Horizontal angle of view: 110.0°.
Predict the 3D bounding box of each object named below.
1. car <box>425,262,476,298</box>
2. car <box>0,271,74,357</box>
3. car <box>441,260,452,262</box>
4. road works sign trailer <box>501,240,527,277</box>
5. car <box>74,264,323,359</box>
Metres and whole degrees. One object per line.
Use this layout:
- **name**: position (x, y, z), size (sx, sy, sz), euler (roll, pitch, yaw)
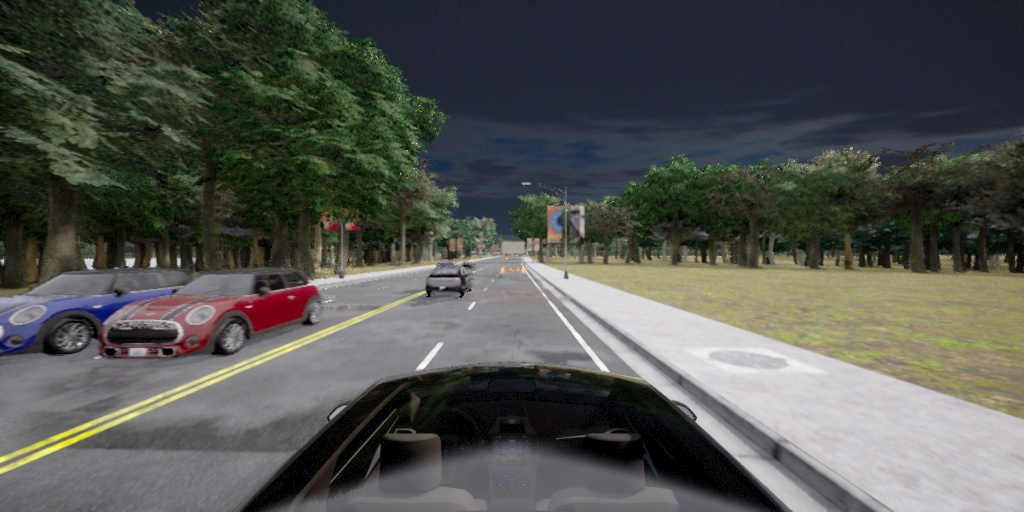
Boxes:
- **car**: position (-3.121, 1.245, 18.527), size (2.128, 1.511, 4.902), euler (0, 0, 0)
- **car**: position (-9.843, 1.103, 8.591), size (2.097, 1.767, 4.553), euler (0, 0, 0)
- **car**: position (-9.566, 1.266, 51.399), size (2.033, 1.411, 5.357), euler (0, 0, 1)
- **road works sign trailer**: position (0.106, 0.210, 35.235), size (2.380, 3.560, 2.880), euler (0, 0, 0)
- **car**: position (-6.592, 1.103, 8.569), size (2.097, 1.767, 4.553), euler (0, 0, 0)
